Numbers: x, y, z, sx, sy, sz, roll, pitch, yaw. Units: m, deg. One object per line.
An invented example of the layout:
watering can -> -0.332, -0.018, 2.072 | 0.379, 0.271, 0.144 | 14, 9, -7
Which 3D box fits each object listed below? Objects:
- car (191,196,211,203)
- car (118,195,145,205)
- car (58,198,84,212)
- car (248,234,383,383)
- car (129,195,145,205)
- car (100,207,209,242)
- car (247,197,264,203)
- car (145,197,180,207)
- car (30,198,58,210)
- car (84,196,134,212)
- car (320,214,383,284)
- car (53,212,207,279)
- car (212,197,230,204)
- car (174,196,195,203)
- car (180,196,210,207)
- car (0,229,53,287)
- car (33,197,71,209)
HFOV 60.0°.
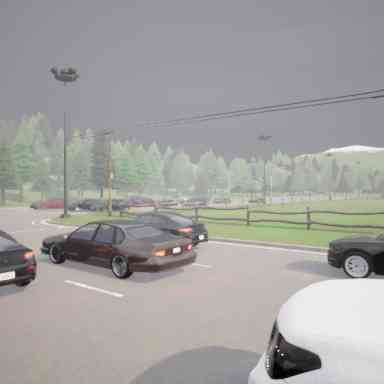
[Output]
car -> 1.921, 1.564, 69.338 | 1.994, 1.385, 4.181 | 0, 0, 37
car -> -10.619, 1.352, 58.667 | 2.097, 1.767, 4.553 | 0, 0, 37
car -> -12.545, 1.505, 38.566 | 1.837, 1.490, 4.892 | 0, 0, 36
car -> 3.089, 1.221, 1.732 | 5.566, 2.045, 2.150 | 0, 0, 36
car -> -8.319, 1.565, 55.914 | 1.994, 1.385, 4.181 | 0, 0, 37
car -> -1.498, 1.526, 13.757 | 4.674, 1.442, 1.812 | 0, 0, 36
car -> 12.783, 1.601, 66.323 | 1.895, 1.301, 4.718 | 0, 0, 37
car -> -4.330, 1.600, 49.592 | 1.895, 1.301, 4.718 | 0, 0, 37
car -> -18.387, 1.564, 42.425 | 1.994, 1.385, 4.181 | 0, 0, 36
car -> -9.192, 1.504, 37.228 | 1.837, 1.490, 4.892 | 0, 0, 36
car -> 6.033, 1.478, 8.258 | 5.008, 1.535, 1.882 | 0, 0, 36
car -> -2.411, 1.547, 10.070 | 5.357, 1.411, 2.033 | 0, 0, 37
car -> 5.437, 1.563, 62.485 | 1.994, 1.385, 4.181 | 0, 0, 37
car -> -1.522, 1.524, 70.581 | 1.812, 1.442, 4.674 | 0, 0, 37
car -> 0.400, 1.563, 50.047 | 1.994, 1.385, 4.181 | 0, 0, 37
car -> -5.573, 1.526, 8.064 | 4.674, 1.442, 1.812 | 0, 0, 36
car -> -19.610, 1.526, 46.696 | 1.812, 1.442, 4.674 | 0, 0, 36
